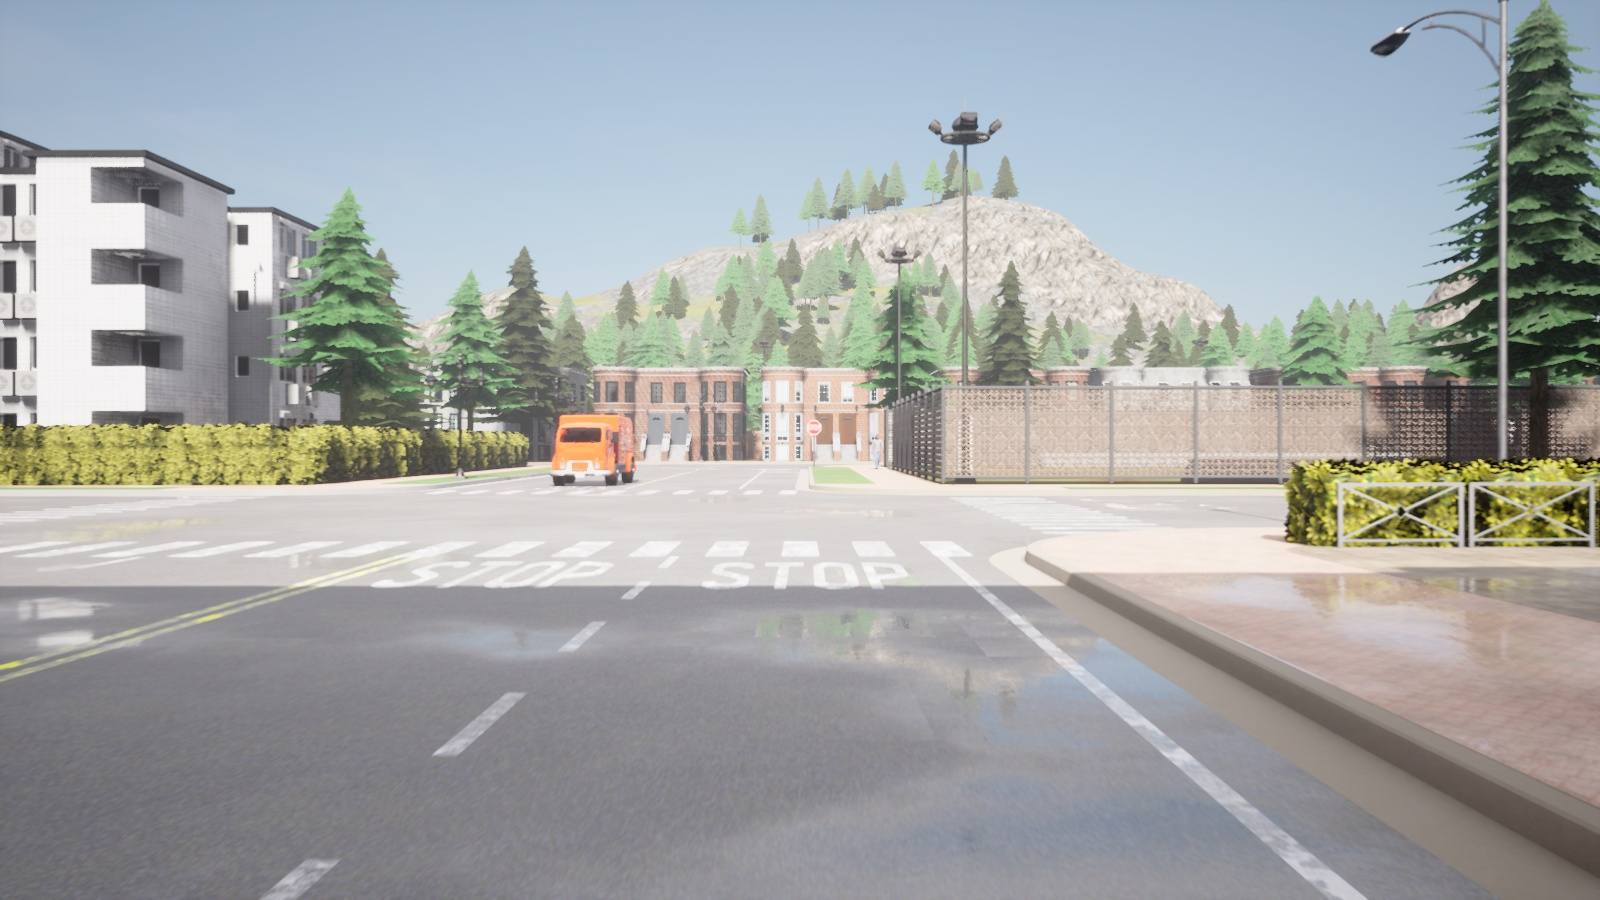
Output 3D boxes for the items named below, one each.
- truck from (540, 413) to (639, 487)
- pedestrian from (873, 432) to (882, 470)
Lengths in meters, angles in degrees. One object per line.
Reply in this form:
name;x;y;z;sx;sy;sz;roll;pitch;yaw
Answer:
truck;-7.387;-0.017;44.698;2.627;2.467;5.204;0;0;0
pedestrian;3.812;0.050;61.807;0.354;1.836;0.706;0;0;0
